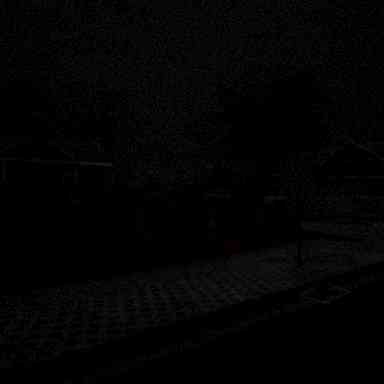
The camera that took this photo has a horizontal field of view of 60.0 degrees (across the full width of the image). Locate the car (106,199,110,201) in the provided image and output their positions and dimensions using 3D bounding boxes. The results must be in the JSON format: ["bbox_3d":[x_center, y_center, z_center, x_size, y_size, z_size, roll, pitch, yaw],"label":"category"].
[{"bbox_3d":[-13.472,1.825,51.523,2.033,1.411,5.357,0,-1,-43],"label":"car"}]
